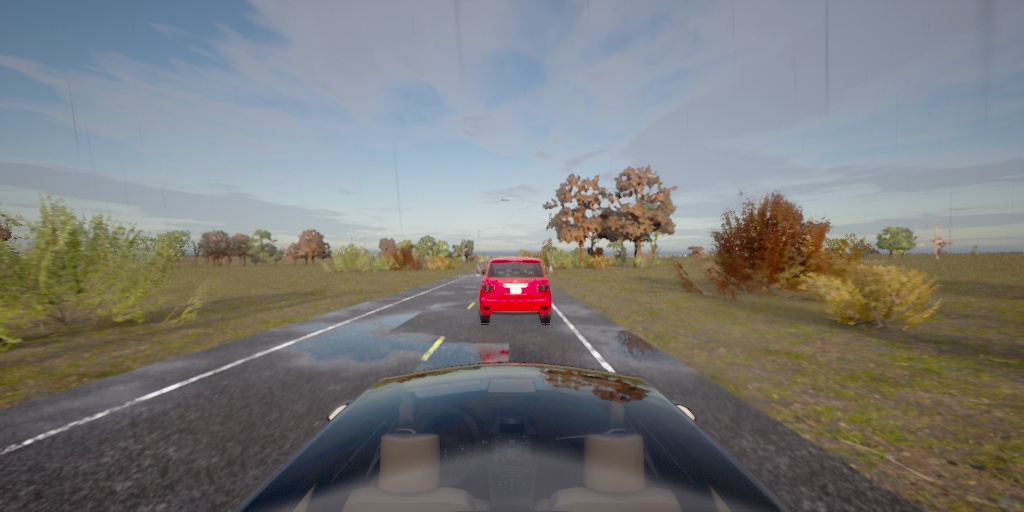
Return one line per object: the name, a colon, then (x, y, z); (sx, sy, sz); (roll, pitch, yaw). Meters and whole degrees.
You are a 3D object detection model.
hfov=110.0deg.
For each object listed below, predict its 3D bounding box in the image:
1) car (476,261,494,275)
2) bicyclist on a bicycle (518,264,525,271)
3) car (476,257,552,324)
car: (-3.581, 1.549, 47.976); (2.097, 1.767, 4.553); (0, -1, 0)
bicyclist on a bicycle: (0.970, 1.453, 36.121); (0.659, 1.776, 1.843); (0, 0, 0)
car: (0.099, 1.075, 12.506); (2.150, 2.045, 5.566); (0, -1, 0)
